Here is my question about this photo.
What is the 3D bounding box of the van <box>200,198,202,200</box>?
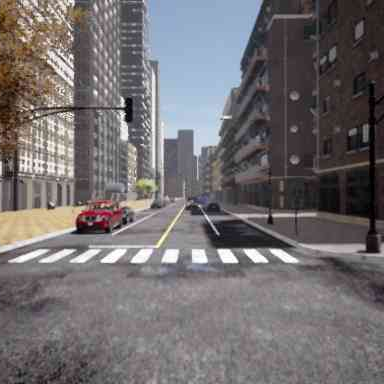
[{"bbox_3d":[2.694,1.810,54.223,1.690,1.788,3.998,0,-1,0],"label":"van"}]

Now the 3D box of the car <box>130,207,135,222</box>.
[{"bbox_3d":[-5.689,1.790,26.608,1.947,1.339,4.313,0,0,0],"label":"car"}]

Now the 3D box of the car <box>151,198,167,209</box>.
[{"bbox_3d":[-5.687,2.034,54.222,1.947,1.339,4.313,0,-1,0],"label":"car"}]

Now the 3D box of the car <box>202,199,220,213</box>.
[{"bbox_3d":[2.693,1.934,43.175,1.947,1.339,4.313,0,-1,0],"label":"car"}]

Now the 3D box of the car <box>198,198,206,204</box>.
[{"bbox_3d":[2.369,2.223,83.210,1.882,1.535,5.008,0,-1,0],"label":"car"}]

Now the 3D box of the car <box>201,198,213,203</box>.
[{"bbox_3d":[2.694,1.945,48.868,1.752,1.417,4.829,0,-1,0],"label":"car"}]

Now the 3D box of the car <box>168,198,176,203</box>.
[{"bbox_3d":[-5.683,2.406,92.879,1.947,1.339,4.313,0,-1,0],"label":"car"}]

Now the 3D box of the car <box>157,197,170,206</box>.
[{"bbox_3d":[-5.687,1.835,59.746,2.192,1.841,5.009,0,-1,0],"label":"car"}]

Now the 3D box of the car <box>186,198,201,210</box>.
[{"bbox_3d":[0.004,2.038,50.851,1.895,1.301,4.718,0,-1,0],"label":"car"}]

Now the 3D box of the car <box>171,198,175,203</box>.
[{"bbox_3d":[-5.685,2.229,76.312,2.008,1.369,4.403,0,-1,0],"label":"car"}]

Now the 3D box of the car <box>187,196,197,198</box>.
[{"bbox_3d":[0.006,1.750,60.860,2.150,2.045,5.566,0,-1,0],"label":"car"}]

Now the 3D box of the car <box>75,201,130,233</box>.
[{"bbox_3d":[-5.690,1.492,21.087,2.192,1.841,5.009,0,0,0],"label":"car"}]
